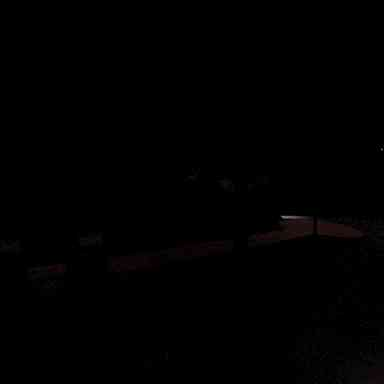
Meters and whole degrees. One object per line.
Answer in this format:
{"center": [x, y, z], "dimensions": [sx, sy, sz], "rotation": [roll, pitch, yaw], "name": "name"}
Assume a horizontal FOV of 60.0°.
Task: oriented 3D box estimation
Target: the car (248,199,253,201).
{"center": [4.895, 1.348, 29.594], "dimensions": [4.892, 1.490, 1.837], "rotation": [0, 0, 42], "name": "car"}
